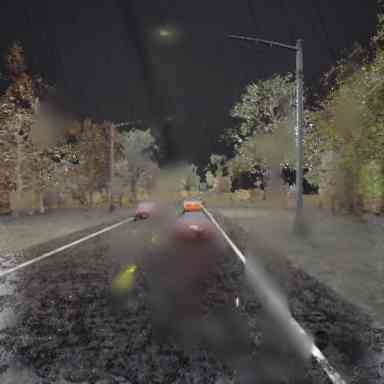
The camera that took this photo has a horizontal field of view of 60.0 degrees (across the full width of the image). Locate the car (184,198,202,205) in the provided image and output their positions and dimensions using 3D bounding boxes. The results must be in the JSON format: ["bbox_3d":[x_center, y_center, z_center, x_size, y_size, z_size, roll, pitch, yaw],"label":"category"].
[{"bbox_3d":[0.094,1.446,39.632,2.097,1.767,4.553,0,0,0],"label":"car"}]

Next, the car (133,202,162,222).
[{"bbox_3d":[-3.587,1.543,27.533,1.882,1.535,5.008,0,0,0],"label":"car"}]

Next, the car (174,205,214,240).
[{"bbox_3d":[0.097,1.606,17.418,1.994,1.385,4.181,0,0,0],"label":"car"}]
